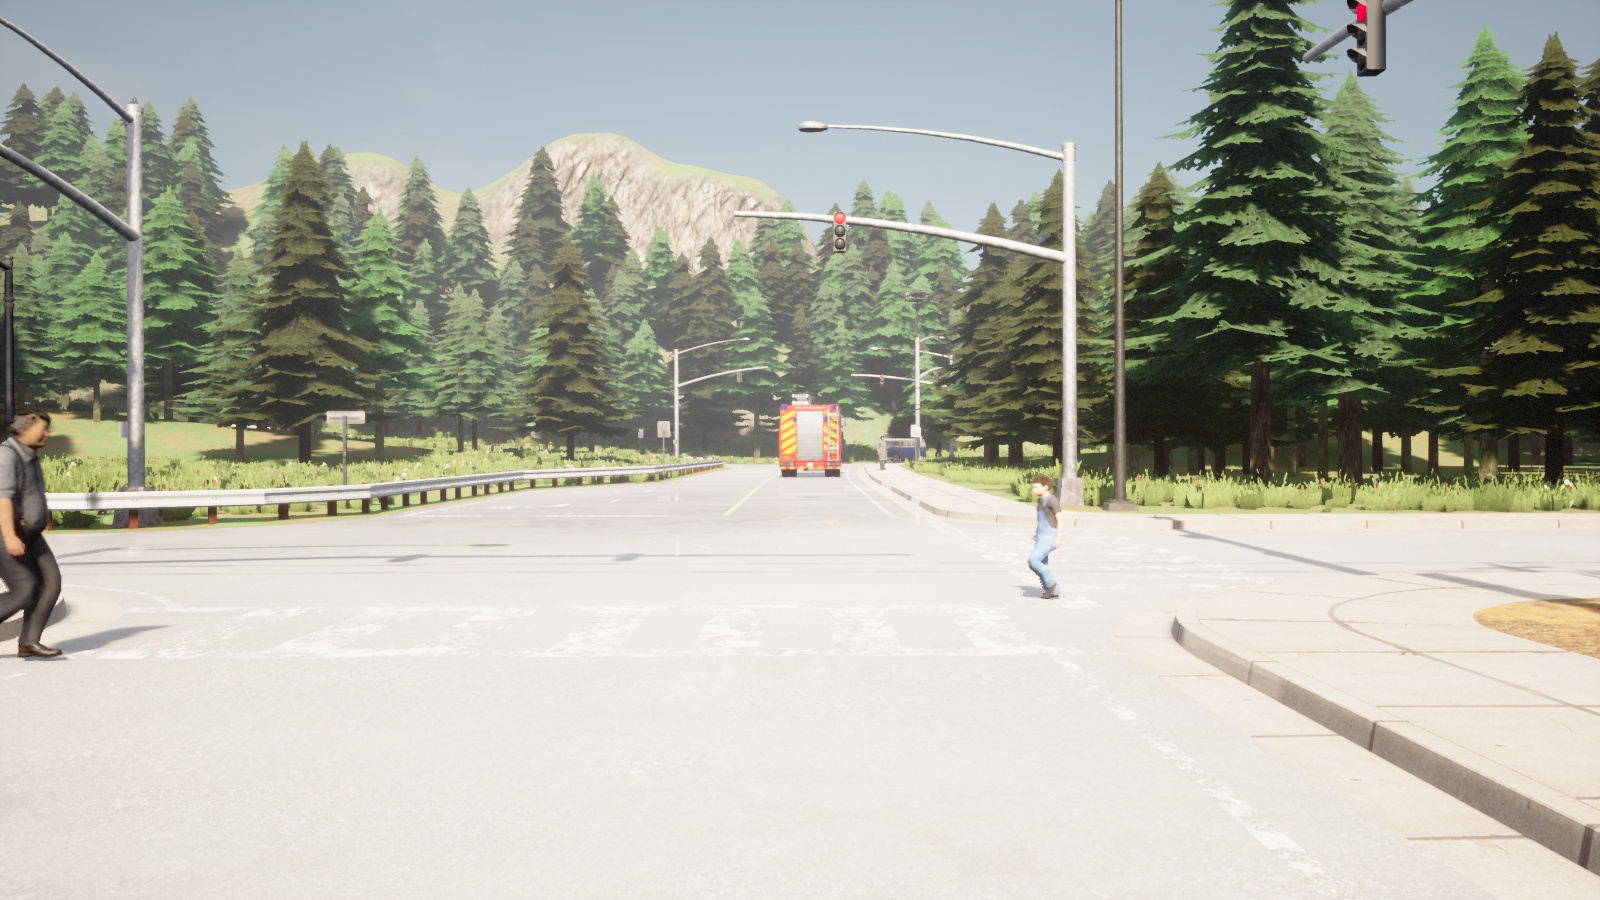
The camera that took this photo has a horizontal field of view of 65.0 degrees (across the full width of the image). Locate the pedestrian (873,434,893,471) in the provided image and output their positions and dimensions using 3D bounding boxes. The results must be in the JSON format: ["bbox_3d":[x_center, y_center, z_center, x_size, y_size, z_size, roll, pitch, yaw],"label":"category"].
[{"bbox_3d":[4.350,0.139,66.169,0.659,1.952,0.873,0,0,-32],"label":"pedestrian"}]

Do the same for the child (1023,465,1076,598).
[{"bbox_3d":[2.414,0.779,12.164,0.437,1.263,0.270,0,0,-12],"label":"child"}]

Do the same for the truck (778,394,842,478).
[{"bbox_3d":[0.584,-0.660,61.508,2.891,3.827,8.468,0,0,2],"label":"truck"}]

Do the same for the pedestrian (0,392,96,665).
[{"bbox_3d":[-5.429,0.532,8.794,0.694,1.848,0.540,0,0,-3],"label":"pedestrian"}]
